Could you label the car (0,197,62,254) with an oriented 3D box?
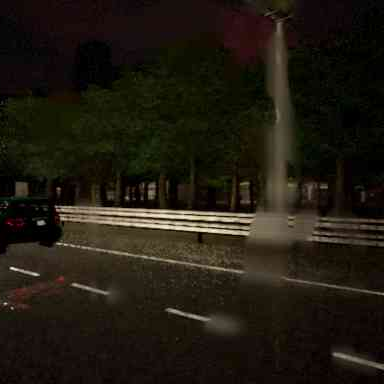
[{"bbox_3d":[-7.667,1.224,13.643,5.566,2.045,2.150,0,0,36],"label":"car"}]
